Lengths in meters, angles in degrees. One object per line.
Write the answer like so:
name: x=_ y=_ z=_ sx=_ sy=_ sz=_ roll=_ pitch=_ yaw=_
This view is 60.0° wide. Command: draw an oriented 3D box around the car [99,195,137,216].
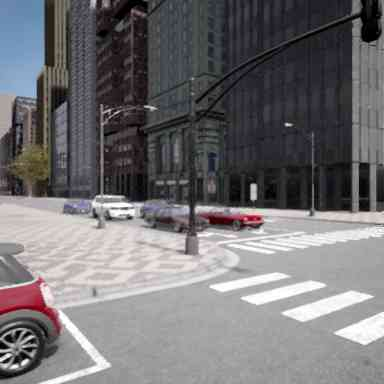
car: x=-8.208 y=1.353 z=36.460 sx=2.150 sy=2.045 sz=5.566 roll=0 pitch=0 yaw=-36

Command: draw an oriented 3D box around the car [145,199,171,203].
car: x=-2.651 y=1.457 z=28.693 sx=2.097 sy=1.767 sz=4.553 roll=0 pitch=0 yaw=-36

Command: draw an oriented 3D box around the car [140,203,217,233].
car: x=-1.091 y=1.638 z=20.918 sx=2.033 sy=1.411 sz=5.357 roll=0 pitch=0 yaw=-36

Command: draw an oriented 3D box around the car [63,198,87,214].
car: x=-12.930 y=1.500 z=37.483 sx=2.097 sy=1.767 sz=4.553 roll=0 pitch=0 yaw=-35

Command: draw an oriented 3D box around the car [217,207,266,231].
car: x=2.478 y=1.681 z=21.515 sx=1.895 sy=1.301 sz=4.718 roll=0 pitch=0 yaw=-36

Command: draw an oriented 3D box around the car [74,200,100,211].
car: x=-14.224 y=1.761 z=44.923 sx=1.895 sy=1.301 sz=4.718 roll=0 pitch=0 yaw=-35

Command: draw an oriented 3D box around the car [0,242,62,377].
car: x=-3.847 y=1.437 z=3.906 sx=4.097 sy=1.590 sz=1.967 roll=0 pitch=0 yaw=-36

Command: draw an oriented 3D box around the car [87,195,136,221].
car: x=-7.019 y=1.341 z=29.205 sx=2.150 sy=2.045 sz=5.566 roll=0 pitch=0 yaw=-36
